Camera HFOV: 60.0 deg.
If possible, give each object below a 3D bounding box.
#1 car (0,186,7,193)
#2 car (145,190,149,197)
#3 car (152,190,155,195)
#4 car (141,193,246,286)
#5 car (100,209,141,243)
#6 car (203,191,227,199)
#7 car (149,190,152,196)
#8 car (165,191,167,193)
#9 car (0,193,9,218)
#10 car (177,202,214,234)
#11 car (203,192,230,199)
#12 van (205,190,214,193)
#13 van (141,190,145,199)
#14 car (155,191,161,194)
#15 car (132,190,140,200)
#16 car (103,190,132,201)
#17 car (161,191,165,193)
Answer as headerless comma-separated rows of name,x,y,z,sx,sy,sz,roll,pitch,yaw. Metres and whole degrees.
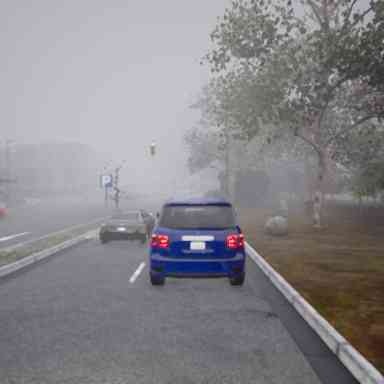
car,-31.082,-0.282,54.000,2.002,1.452,4.674,6,-2,-19
car,-12.897,0.739,75.067,4.892,1.521,2.231,-1,0,-13
car,-12.143,0.730,81.063,4.674,1.452,2.002,-1,0,-13
car,0.126,1.158,9.365,2.150,2.045,5.566,0,0,0
car,-2.836,1.464,15.472,1.994,1.385,4.181,0,0,0
car,4.773,0.609,68.648,4.553,1.767,2.185,0,0,-14
car,-12.520,0.754,78.062,4.674,1.452,2.002,-1,1,-13
car,-10.437,0.595,93.027,5.008,1.535,2.097,-1,0,-11
car,-16.588,1.207,25.313,4.553,1.767,2.185,-1,1,-19
car,0.202,1.381,19.224,1.837,1.490,4.892,0,0,0
car,5.313,0.708,71.641,5.366,1.575,1.946,0,0,-13
van,4.385,0.533,65.678,4.442,1.987,1.878,0,1,-14
van,-13.129,0.534,72.095,4.442,1.987,1.878,-1,0,-14
car,-11.319,0.682,87.044,4.674,1.452,2.002,-1,1,-12
car,-13.698,0.802,66.105,5.366,1.575,1.946,-1,0,-15
car,-14.347,0.869,63.115,4.792,1.488,2.163,-1,1,-15
car,-10.864,0.366,90.047,5.566,2.045,2.435,-1,0,-12
